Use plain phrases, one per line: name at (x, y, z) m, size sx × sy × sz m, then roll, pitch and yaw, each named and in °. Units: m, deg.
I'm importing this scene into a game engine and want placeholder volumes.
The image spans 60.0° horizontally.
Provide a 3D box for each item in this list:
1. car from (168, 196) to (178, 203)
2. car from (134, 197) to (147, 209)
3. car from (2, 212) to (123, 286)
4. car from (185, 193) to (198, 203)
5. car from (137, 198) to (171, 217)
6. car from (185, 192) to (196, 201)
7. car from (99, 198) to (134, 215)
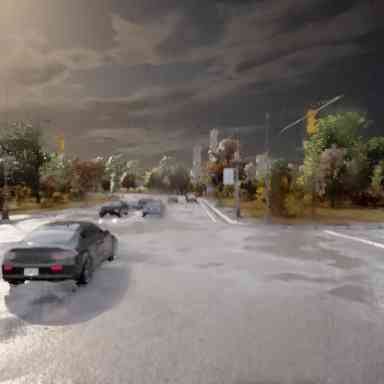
car at (-3.520, 1.335, 60.987) m, size 1.895 × 1.301 × 4.718 m, roll 0°, pitch 1°, yaw -1°
car at (-7.038, 1.482, 40.469) m, size 1.812 × 1.442 × 4.674 m, roll 0°, pitch 0°, yaw 1°
car at (-3.404, 1.517, 9.307) m, size 1.812 × 1.442 × 4.674 m, roll 0°, pitch 0°, yaw 0°
car at (-0.016, 1.259, 61.070) m, size 1.812 × 1.442 × 4.674 m, roll 0°, pitch 1°, yaw 0°
car at (-3.400, 1.520, 30.740) m, size 2.033 × 1.411 × 5.357 m, roll 0°, pitch 0°, yaw 0°
car at (-0.402, 0.886, 71.039) m, size 2.097 × 1.767 × 4.553 m, roll 0°, pitch 1°, yaw -5°
car at (-7.087, 1.520, 30.776) m, size 2.033 × 1.411 × 5.357 m, roll 0°, pitch 0°, yaw 0°
